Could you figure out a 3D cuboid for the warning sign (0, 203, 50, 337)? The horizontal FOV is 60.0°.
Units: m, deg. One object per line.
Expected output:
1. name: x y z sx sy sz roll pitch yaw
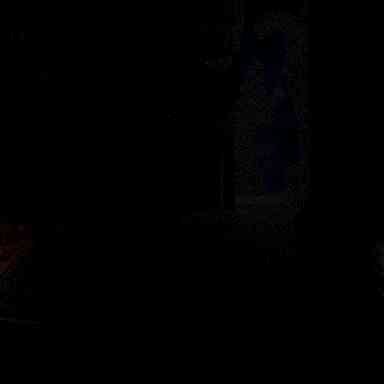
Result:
1. warning sign: -3.083 1.126 5.108 1.060 1.860 1.300 0 0 36
